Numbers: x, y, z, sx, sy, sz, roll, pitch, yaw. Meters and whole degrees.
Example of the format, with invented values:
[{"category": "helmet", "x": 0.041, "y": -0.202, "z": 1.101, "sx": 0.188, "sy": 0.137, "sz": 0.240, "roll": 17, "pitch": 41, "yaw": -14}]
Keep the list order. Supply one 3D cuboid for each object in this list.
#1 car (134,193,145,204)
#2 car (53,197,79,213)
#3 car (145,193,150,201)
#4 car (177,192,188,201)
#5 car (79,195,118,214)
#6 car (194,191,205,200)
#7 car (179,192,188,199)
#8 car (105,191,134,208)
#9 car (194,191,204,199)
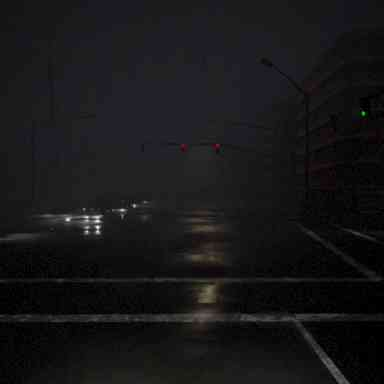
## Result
[{"category": "car", "x": -9.282, "y": 1.132, "z": 52.953, "sx": 2.033, "sy": 1.411, "sz": 5.357, "roll": 0, "pitch": 1, "yaw": 1}, {"category": "car", "x": -13.009, "y": 1.346, "z": 35.333, "sx": 1.882, "sy": 1.535, "sz": 5.008, "roll": 0, "pitch": 1, "yaw": 1}, {"category": "car", "x": -9.096, "y": 0.947, "z": 63.488, "sx": 2.033, "sy": 1.411, "sz": 5.357, "roll": 0, "pitch": 1, "yaw": 1}, {"category": "car", "x": -1.936, "y": 0.917, "z": 65.146, "sx": 2.033, "sy": 1.411, "sz": 5.357, "roll": 0, "pitch": 1, "yaw": 1}, {"category": "car", "x": -9.521, "y": 1.369, "z": 34.267, "sx": 2.128, "sy": 1.511, "sz": 4.902, "roll": 0, "pitch": 1, "yaw": 1}, {"category": "car", "x": 1.571, "y": 0.855, "z": 65.415, "sx": 2.128, "sy": 1.511, "sz": 4.902, "roll": 0, "pitch": 1, "yaw": 1}, {"category": "car", "x": -1.899, "y": 0.741, "z": 75.797, "sx": 2.033, "sy": 1.411, "sz": 5.357, "roll": 0, "pitch": 1, "yaw": 1}, {"category": "car", "x": -9.404, "y": 1.106, "z": 43.308, "sx": 2.097, "sy": 1.767, "sz": 4.553, "roll": 0, "pitch": 1, "yaw": 1}, {"category": "car", "x": 1.601, "y": 0.555, "z": 75.805, "sx": 2.097, "sy": 1.767, "sz": 4.553, "roll": 0, "pitch": 1, "yaw": 1}]
